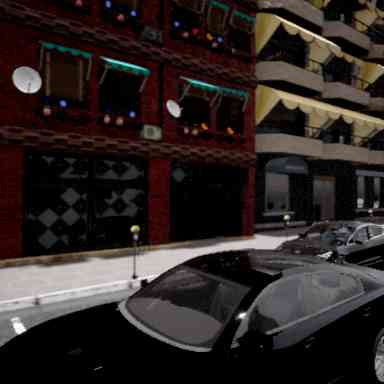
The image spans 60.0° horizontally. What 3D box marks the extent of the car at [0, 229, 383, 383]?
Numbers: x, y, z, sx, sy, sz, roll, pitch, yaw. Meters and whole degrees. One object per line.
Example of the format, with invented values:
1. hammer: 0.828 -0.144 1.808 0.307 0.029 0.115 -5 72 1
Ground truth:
1. car: 0.511 1.468 3.727 5.008 1.535 1.882 0 0 -35

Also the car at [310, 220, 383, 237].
1. car: 4.283 1.531 9.602 4.313 1.339 1.947 0 1 -35
